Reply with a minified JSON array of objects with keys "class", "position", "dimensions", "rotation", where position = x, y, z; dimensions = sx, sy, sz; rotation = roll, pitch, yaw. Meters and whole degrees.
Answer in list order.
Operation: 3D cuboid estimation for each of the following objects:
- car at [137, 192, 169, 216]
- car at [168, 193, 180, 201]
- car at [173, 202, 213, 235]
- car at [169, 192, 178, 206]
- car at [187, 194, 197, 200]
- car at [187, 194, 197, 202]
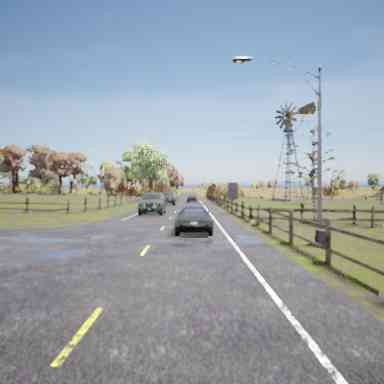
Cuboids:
[{"class":"car","position":[-3.604,1.078,30.745],"dimensions":[2.150,2.045,5.566],"rotation":[0,0,0]},{"class":"car","position":[-3.508,0.873,65.873],"dimensions":[2.128,1.511,4.902],"rotation":[0,0,0]},{"class":"car","position":[0.098,1.480,18.143],"dimensions":[1.994,1.385,4.181],"rotation":[0,0,0]},{"class":"car","position":[-3.578,0.992,50.027],"dimensions":[2.150,2.045,5.566],"rotation":[0,0,0]},{"class":"car","position":[-0.008,1.049,71.710],"dimensions":[1.994,1.385,4.181],"rotation":[0,0,0]},{"class":"car","position":[-0.007,1.220,61.289],"dimensions":[1.837,1.490,4.892],"rotation":[0,0,0]}]
